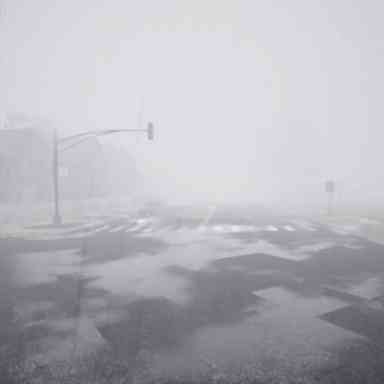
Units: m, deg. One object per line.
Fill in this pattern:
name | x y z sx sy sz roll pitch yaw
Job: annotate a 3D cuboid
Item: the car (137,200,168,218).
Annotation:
car | -3.379 1.464 29.619 2.033 1.411 5.357 -1 1 6
